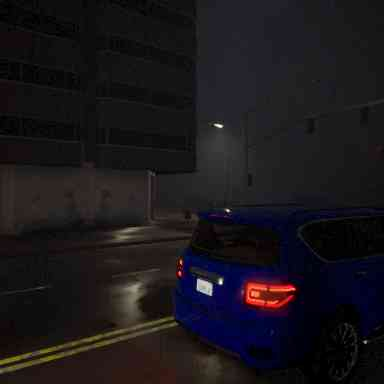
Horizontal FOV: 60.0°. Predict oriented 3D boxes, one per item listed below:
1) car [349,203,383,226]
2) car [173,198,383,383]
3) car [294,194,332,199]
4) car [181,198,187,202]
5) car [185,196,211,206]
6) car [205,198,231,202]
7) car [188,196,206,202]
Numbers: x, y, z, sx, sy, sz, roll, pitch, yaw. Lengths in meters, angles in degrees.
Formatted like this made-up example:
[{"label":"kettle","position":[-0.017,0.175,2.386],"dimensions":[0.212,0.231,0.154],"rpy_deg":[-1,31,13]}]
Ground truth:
[{"label":"car","position":[13.722,1.547,22.347],"dimensions":[2.033,1.411,5.357],"rpy_deg":[0,0,-36]},{"label":"car","position":[2.348,1.221,5.483],"dimensions":[5.566,2.045,2.150],"rpy_deg":[0,0,-35]},{"label":"car","position":[11.942,1.221,30.966],"dimensions":[2.150,2.045,5.566],"rpy_deg":[0,0,-39]},{"label":"car","position":[0.188,1.352,53.043],"dimensions":[2.097,1.767,4.553],"rpy_deg":[0,0,-36]},{"label":"car","position":[1.029,1.478,57.832],"dimensions":[1.882,1.535,5.008],"rpy_deg":[0,0,-36]},{"label":"car","position":[3.741,1.564,36.003],"dimensions":[1.994,1.385,4.181],"rpy_deg":[0,0,-36]},{"label":"car","position":[1.911,1.491,44.449],"dimensions":[2.128,1.511,4.902],"rpy_deg":[0,0,-36]}]
